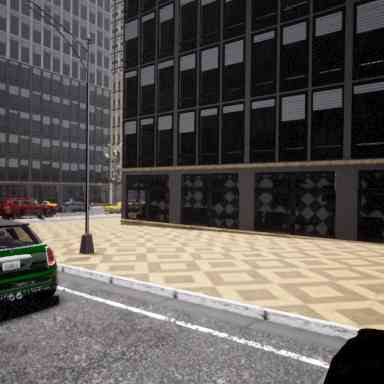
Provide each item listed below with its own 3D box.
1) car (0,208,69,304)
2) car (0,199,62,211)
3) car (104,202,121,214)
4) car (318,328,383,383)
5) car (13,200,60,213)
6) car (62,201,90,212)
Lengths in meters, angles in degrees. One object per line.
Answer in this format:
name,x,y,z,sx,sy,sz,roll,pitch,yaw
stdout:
car,-4.988,1.348,7.251,4.553,1.767,2.097,0,0,36
car,-14.914,1.519,30.143,2.192,1.841,5.009,1,0,37
car,-8.099,1.830,39.341,1.752,1.417,4.829,1,0,37
car,3.009,1.601,1.533,4.718,1.301,1.895,0,0,36
car,-18.394,1.643,39.524,1.752,1.417,4.829,1,0,37
car,-14.515,1.750,40.393,1.994,1.385,4.181,1,0,37
